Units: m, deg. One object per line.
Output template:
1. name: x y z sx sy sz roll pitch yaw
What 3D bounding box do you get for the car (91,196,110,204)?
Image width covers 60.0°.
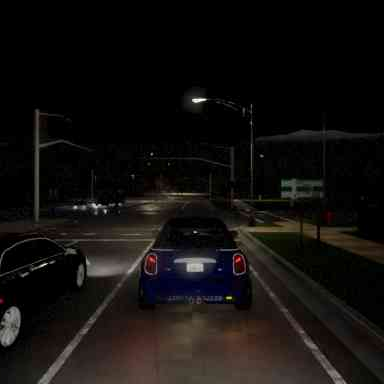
1. car: -17.800 1.491 64.890 2.128 1.511 4.902 0 0 1

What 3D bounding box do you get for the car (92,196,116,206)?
1. car: -14.509 1.505 55.238 1.837 1.490 4.892 0 0 1

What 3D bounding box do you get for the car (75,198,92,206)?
1. car: -18.000 1.601 55.809 1.895 1.301 4.718 0 0 1

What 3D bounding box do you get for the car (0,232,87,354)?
1. car: -3.442 1.505 6.091 1.837 1.490 4.892 0 0 0

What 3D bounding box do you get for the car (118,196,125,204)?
1. car: -14.314 1.505 64.613 1.837 1.490 4.892 0 0 1

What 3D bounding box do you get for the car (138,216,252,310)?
1. car: 0.068 1.352 8.000 2.097 1.767 4.553 0 0 0
